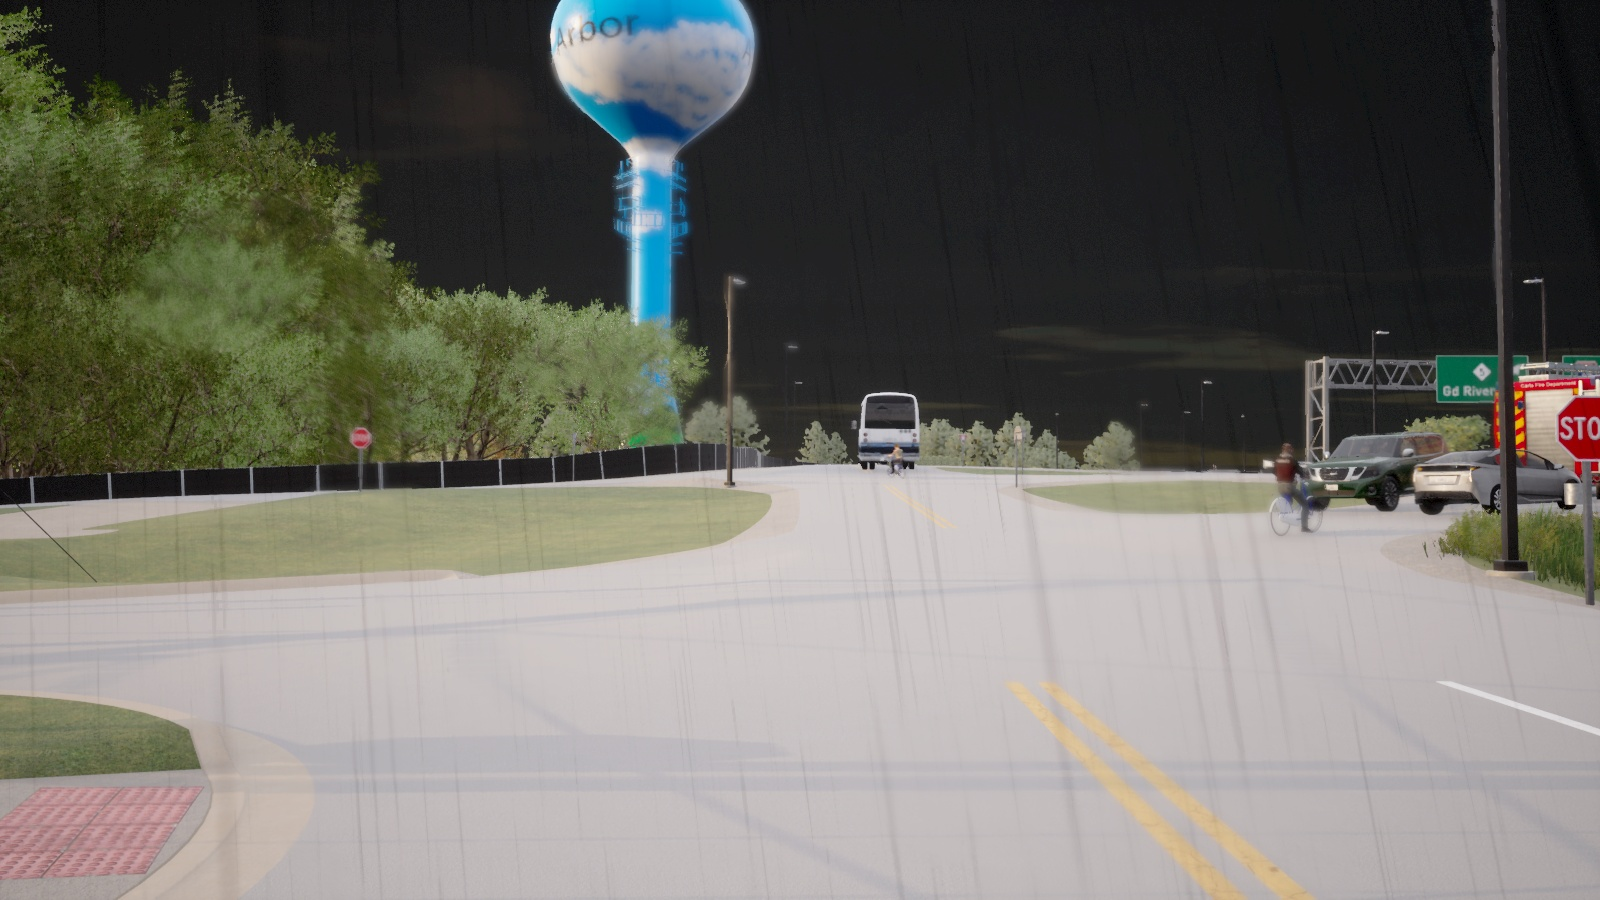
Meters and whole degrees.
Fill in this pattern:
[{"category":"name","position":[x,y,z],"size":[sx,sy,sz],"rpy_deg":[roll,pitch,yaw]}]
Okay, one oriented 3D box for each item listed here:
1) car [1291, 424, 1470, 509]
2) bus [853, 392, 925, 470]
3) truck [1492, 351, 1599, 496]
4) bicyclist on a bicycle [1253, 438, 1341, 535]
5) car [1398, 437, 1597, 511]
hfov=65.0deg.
[{"category":"car","position":[15.787,0.425,33.992],"size":[5.566,2.045,2.150],"rpy_deg":[-2,-1,-40]},{"category":"bus","position":[5.082,-1.072,73.847],"size":[3.944,4.253,10.273],"rpy_deg":[0,0,2]},{"category":"truck","position":[23.807,-0.751,36.882],"size":[8.468,3.827,2.891],"rpy_deg":[-2,-1,-38]},{"category":"bicyclist on a bicycle","position":[9.643,0.688,24.331],"size":[1.843,1.776,0.659],"rpy_deg":[-2,-1,-38]},{"category":"car","position":[16.543,0.550,29.740],"size":[4.514,1.525,2.007],"rpy_deg":[-2,-1,-30]}]
